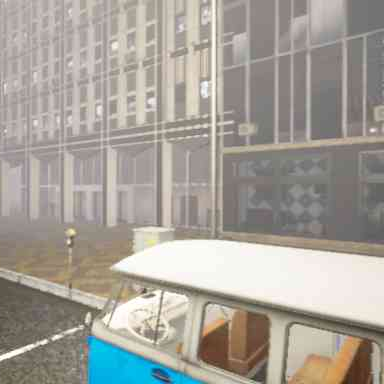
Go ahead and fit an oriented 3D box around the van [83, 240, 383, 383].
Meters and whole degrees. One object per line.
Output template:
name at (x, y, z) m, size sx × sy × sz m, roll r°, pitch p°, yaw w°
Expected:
van at (0.982, 1.339, 2.178) m, size 3.998 × 1.788 × 1.690 m, roll 0°, pitch 0°, yaw 36°
